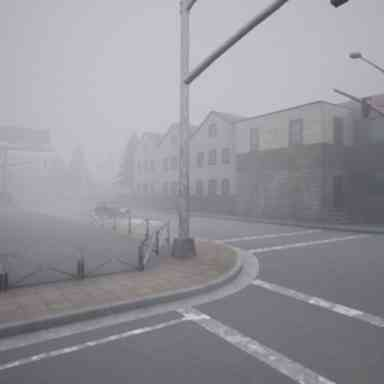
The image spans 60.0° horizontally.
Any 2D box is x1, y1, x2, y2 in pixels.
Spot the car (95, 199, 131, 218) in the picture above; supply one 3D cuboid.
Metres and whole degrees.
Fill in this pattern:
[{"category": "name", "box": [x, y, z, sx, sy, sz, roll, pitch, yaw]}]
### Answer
[{"category": "car", "box": [-6.977, 1.387, 29.103, 2.128, 1.511, 4.902, 0, 0, -35]}]
